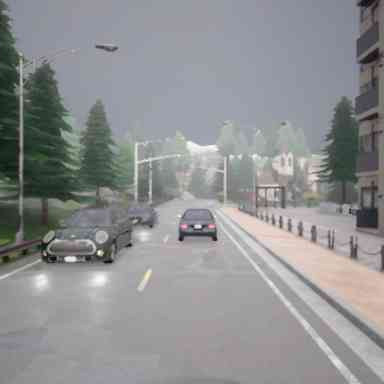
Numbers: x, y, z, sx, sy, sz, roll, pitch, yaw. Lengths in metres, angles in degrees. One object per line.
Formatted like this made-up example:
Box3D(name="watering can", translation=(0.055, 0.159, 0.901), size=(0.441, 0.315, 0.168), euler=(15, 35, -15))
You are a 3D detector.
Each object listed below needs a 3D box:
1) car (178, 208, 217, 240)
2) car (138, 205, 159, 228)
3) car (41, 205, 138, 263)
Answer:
Box3D(name="car", translation=(0.287, 1.531, 16.877), size=(2.033, 1.411, 5.357), euler=(0, 0, 1))
Box3D(name="car", translation=(-3.330, 1.529, 21.758), size=(1.994, 1.385, 4.181), euler=(0, 0, 1))
Box3D(name="car", translation=(-3.454, 1.333, 11.795), size=(2.097, 1.767, 4.553), euler=(0, 0, 1))
